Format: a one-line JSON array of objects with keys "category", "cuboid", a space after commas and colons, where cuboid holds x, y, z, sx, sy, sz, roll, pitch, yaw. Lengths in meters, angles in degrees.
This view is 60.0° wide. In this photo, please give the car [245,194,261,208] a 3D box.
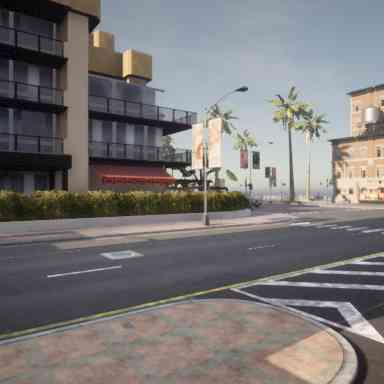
[{"category": "car", "cuboid": [7.433, 1.221, 48.093, 2.150, 2.045, 5.566, 0, 0, -35]}]
